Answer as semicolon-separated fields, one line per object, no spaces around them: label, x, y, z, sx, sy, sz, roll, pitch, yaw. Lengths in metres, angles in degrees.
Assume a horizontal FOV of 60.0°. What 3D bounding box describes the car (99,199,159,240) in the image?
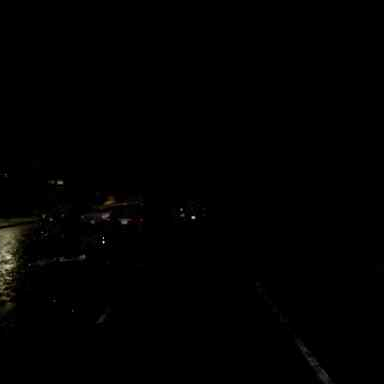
car;-3.153;1.459;17.663;2.097;1.767;4.553;0;0;0

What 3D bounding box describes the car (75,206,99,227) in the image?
car;-6.605;1.747;24.364;1.895;1.301;4.718;0;0;0

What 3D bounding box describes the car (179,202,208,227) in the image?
car;0.095;1.709;24.265;1.994;1.385;4.181;0;0;0

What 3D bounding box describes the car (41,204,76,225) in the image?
car;-9.854;1.679;25.588;1.812;1.442;4.674;0;0;0

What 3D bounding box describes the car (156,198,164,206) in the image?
car;-6.523;1.922;66.015;2.033;1.411;5.357;0;0;0

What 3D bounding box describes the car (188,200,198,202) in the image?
car;0.091;1.770;41.555;1.812;1.442;4.674;0;-1;0
